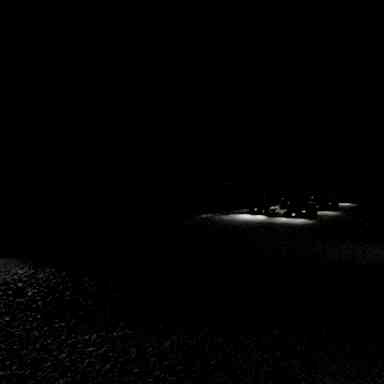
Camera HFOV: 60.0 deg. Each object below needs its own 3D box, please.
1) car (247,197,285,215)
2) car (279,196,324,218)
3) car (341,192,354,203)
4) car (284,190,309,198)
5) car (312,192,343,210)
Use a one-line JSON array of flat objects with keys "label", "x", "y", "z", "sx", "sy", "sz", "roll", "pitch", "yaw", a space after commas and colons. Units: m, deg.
[{"label": "car", "x": 6.727, "y": 1.355, "z": 30.971, "sx": 1.994, "sy": 1.385, "sz": 4.181, "roll": 1, "pitch": 1, "yaw": 33}, {"label": "car", "x": 9.678, "y": 1.408, "z": 29.095, "sx": 2.033, "sy": 1.411, "sz": 5.357, "roll": 1, "pitch": 1, "yaw": 33}, {"label": "car", "x": 22.221, "y": 0.739, "z": 48.129, "sx": 2.033, "sy": 1.411, "sz": 5.357, "roll": 1, "pitch": 3, "yaw": 34}, {"label": "car", "x": 12.403, "y": 0.813, "z": 39.612, "sx": 2.150, "sy": 2.045, "sz": 5.566, "roll": 1, "pitch": 2, "yaw": 33}, {"label": "car", "x": 15.297, "y": 1.142, "z": 37.657, "sx": 1.882, "sy": 1.535, "sz": 5.008, "roll": 1, "pitch": 2, "yaw": 33}]
